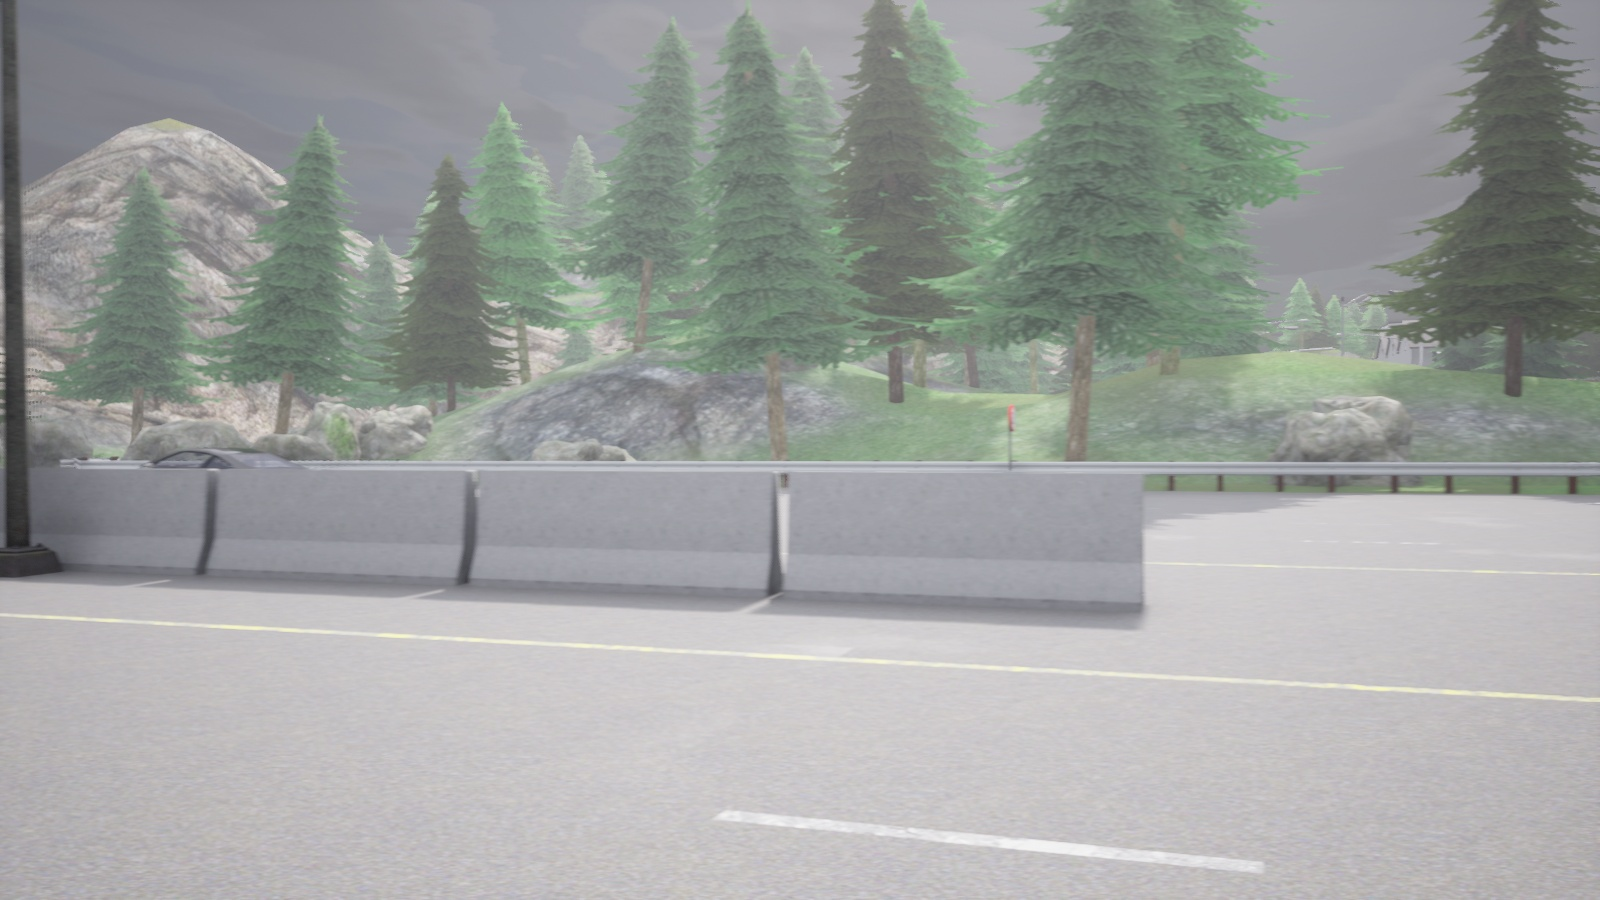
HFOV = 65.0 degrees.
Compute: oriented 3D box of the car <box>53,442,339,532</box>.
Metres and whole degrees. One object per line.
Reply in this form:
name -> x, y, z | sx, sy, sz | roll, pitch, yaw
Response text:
car -> -10.276, 0.570, 21.421 | 4.181, 1.385, 1.994 | 0, 1, 19
